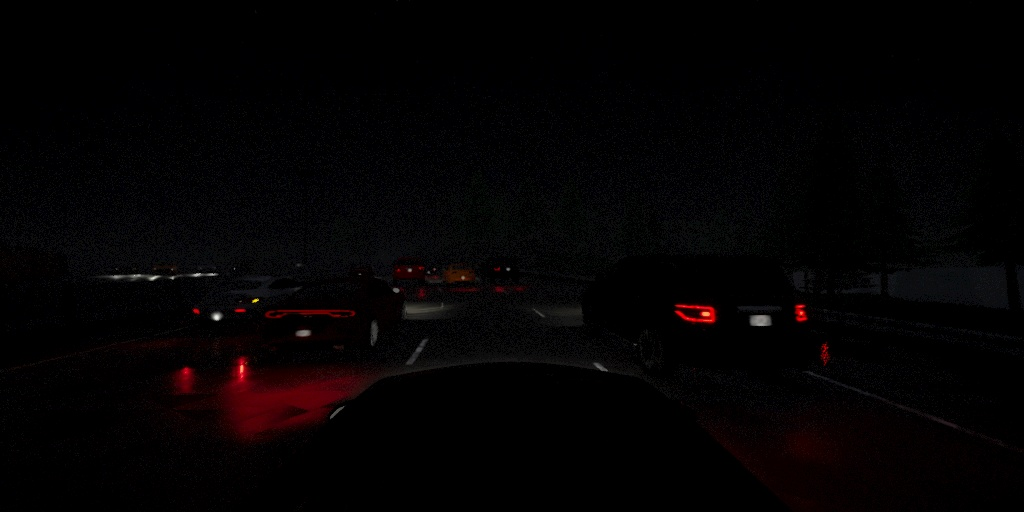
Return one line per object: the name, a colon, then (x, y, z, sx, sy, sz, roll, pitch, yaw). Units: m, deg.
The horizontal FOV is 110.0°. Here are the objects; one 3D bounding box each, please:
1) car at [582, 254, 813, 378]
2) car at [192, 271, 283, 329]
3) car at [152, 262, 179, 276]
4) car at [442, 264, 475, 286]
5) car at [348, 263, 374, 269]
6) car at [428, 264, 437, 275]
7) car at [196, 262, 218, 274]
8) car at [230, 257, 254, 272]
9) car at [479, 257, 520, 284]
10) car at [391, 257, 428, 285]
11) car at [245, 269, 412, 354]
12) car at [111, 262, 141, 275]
car: (3.187, 0.993, 7.596, 2.150, 2.045, 5.566, 0, 0, -5)
car: (-7.805, 1.316, 11.414, 1.812, 1.442, 4.674, 0, 0, -7)
car: (-38.915, 1.391, 40.333, 1.882, 1.535, 5.008, 0, -1, -39)
car: (-3.999, 1.327, 26.402, 1.882, 1.535, 5.008, 0, 0, -17)
car: (-12.866, 1.346, 30.560, 1.882, 1.535, 5.008, 0, 0, -21)
car: (-10.188, 1.511, 41.324, 1.895, 1.301, 4.718, 0, 0, -28)
car: (-38.155, 1.457, 44.855, 1.812, 1.442, 4.674, 0, 0, -41)
car: (-35.869, 1.164, 47.571, 2.150, 2.045, 5.566, 0, -1, -42)
car: (-1.103, 1.083, 28.967, 2.150, 2.045, 5.566, 0, 0, -18)
car: (-7.859, 1.077, 27.159, 2.150, 2.045, 5.566, 0, 0, -18)
car: (-4.016, 1.257, 8.982, 1.882, 1.535, 5.008, 0, 0, -5)
car: (-44.420, 1.445, 41.423, 1.812, 1.442, 4.674, 0, -1, -43)
